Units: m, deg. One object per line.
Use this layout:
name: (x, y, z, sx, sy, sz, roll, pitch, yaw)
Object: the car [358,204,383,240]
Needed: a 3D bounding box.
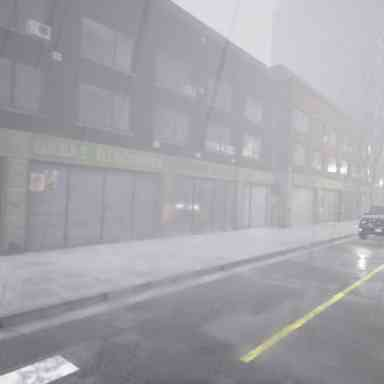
car: (11.550, 1.740, 19.508, 2.150, 2.045, 5.566, 3, 0, 40)
